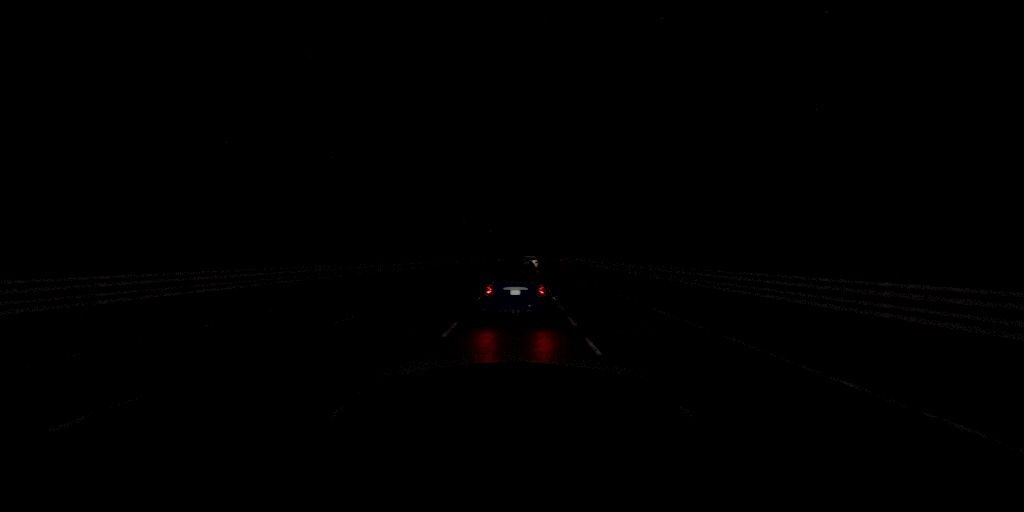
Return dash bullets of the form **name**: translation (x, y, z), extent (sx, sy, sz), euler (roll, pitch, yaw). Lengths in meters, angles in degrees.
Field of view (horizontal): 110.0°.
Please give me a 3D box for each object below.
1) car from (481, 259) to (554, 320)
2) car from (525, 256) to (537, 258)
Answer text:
- **car**: translation (0.154, 1.104, 12.776), extent (2.097, 1.767, 4.553), euler (0, 0, 1)
- **car**: translation (2.793, 1.016, 52.384), extent (2.150, 2.045, 5.566), euler (0, 0, 6)
